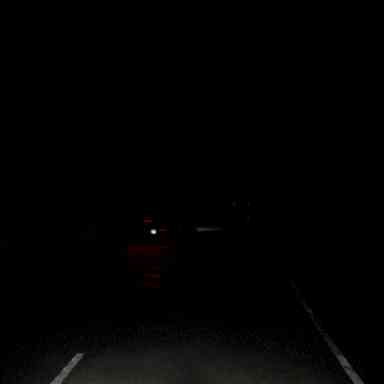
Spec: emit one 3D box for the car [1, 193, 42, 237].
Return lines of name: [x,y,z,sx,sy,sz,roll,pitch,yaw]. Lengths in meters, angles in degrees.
car: [-8.910,1.093,14.369,2.150,2.045,5.566,0,0,11]

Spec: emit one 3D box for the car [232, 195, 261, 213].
car: [5.902,1.194,35.372,2.097,1.767,4.553,0,0,26]

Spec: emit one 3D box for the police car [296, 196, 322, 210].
police car: [14.525,1.282,41.842,1.930,1.638,5.238,1,0,31]

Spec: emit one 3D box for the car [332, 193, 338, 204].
car: [22.688,1.355,55.475,1.812,1.442,4.674,1,0,31]

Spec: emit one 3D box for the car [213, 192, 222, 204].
car: [4.502,0.953,54.516,2.150,2.045,5.566,1,0,31]

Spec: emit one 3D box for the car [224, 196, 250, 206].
car: [7.181,1.307,52.207,2.033,1.411,5.357,1,0,31]

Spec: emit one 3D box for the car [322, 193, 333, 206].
car: [19.605,1.345,50.328,1.837,1.490,4.892,1,0,31]

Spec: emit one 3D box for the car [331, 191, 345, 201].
car: [31.146,0.903,71.889,2.150,2.045,5.566,1,0,31]

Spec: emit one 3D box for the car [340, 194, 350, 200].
car: [39.291,1.210,85.462,1.812,1.442,4.674,1,0,31]

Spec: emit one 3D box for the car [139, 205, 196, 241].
car: [-1.076,1.410,16.401,1.837,1.490,4.892,0,0,13]
